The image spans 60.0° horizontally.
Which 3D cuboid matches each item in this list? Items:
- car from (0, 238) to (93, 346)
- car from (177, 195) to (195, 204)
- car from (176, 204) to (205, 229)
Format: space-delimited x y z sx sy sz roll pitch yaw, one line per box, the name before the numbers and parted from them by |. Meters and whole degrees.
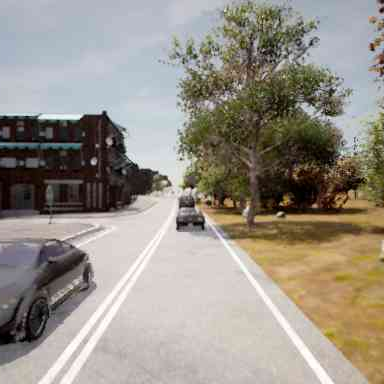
car | -3.370 1.612 6.404 1.994 1.385 4.181 0 0 0
car | -0.729 1.465 44.481 2.150 2.045 5.566 0 0 -2
car | -0.139 1.755 22.967 1.895 1.301 4.718 0 0 -1
